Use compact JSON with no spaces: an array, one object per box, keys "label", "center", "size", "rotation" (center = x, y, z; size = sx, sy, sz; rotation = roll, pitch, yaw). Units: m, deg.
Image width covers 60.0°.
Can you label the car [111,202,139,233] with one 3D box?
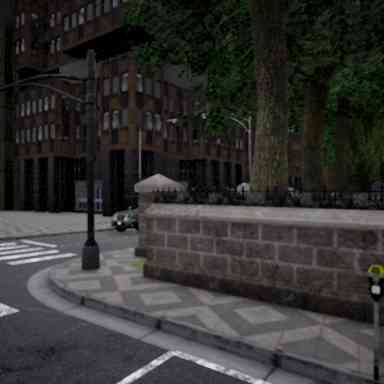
[{"label":"car","center":[-2.778,1.575,22.283],"size":[2.150,2.045,5.566],"rotation":[0,-1,35]}]
